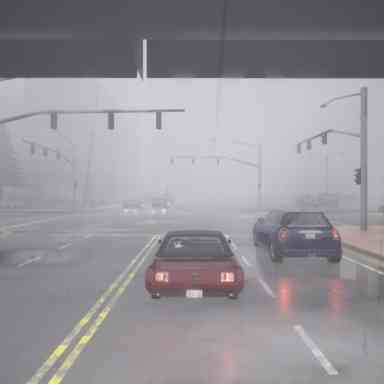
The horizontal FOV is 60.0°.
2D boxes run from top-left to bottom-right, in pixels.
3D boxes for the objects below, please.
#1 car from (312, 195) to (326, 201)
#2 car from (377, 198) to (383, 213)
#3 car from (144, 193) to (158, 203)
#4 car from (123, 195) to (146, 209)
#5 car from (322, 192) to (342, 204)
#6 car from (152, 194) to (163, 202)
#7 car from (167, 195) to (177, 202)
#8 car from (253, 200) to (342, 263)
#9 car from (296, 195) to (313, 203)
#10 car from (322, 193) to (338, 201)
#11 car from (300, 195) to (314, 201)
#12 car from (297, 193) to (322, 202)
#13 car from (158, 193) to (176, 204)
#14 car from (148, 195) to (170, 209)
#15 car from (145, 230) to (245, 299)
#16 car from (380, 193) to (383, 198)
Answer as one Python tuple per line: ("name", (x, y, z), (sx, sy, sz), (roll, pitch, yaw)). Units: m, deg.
("car", (30.806, 1.358, 80.750), (1.784, 1.438, 3.905), (0, 0, 0))
("car", (21.291, 1.561, 33.898), (4.181, 1.385, 1.994), (0, 0, 1))
("car", (-8.056, 1.219, 62.636), (2.150, 2.045, 5.566), (0, 0, 0))
("car", (-7.999, 1.544, 45.128), (2.033, 1.411, 5.357), (0, 0, 0))
("car", (19.536, 1.153, 48.148), (1.905, 1.878, 3.866), (0, 0, 0))
("car", (-8.105, 1.342, 78.173), (2.097, 1.767, 4.553), (0, 0, 0))
("car", (-4.597, 1.516, 77.014), (2.128, 1.511, 4.902), (0, 0, 0))
("car", (3.580, 1.351, 12.150), (2.097, 1.767, 4.553), (0, 0, 0))
("car", (22.189, 1.391, 65.623), (1.970, 1.475, 3.806), (0, 0, 0))
("car", (33.489, 1.147, 80.809), (1.932, 1.855, 4.605), (0, 0, 0))
("car", (27.911, 1.389, 80.742), (1.970, 1.475, 3.806), (0, 0, 0))
("car", (16.642, 1.150, 48.193), (1.932, 1.855, 4.605), (0, 0, 0))
("car", (-4.560, 1.219, 61.561), (2.150, 2.045, 5.566), (0, 0, 0))
("car", (-4.485, 1.502, 45.845), (1.837, 1.490, 4.892), (0, 0, 0))
("car", (0.066, 1.600, 8.384), (1.895, 1.301, 4.718), (0, 0, 0))
("car", (39.086, 1.148, 65.764), (1.932, 1.855, 4.605), (0, 0, 0))
